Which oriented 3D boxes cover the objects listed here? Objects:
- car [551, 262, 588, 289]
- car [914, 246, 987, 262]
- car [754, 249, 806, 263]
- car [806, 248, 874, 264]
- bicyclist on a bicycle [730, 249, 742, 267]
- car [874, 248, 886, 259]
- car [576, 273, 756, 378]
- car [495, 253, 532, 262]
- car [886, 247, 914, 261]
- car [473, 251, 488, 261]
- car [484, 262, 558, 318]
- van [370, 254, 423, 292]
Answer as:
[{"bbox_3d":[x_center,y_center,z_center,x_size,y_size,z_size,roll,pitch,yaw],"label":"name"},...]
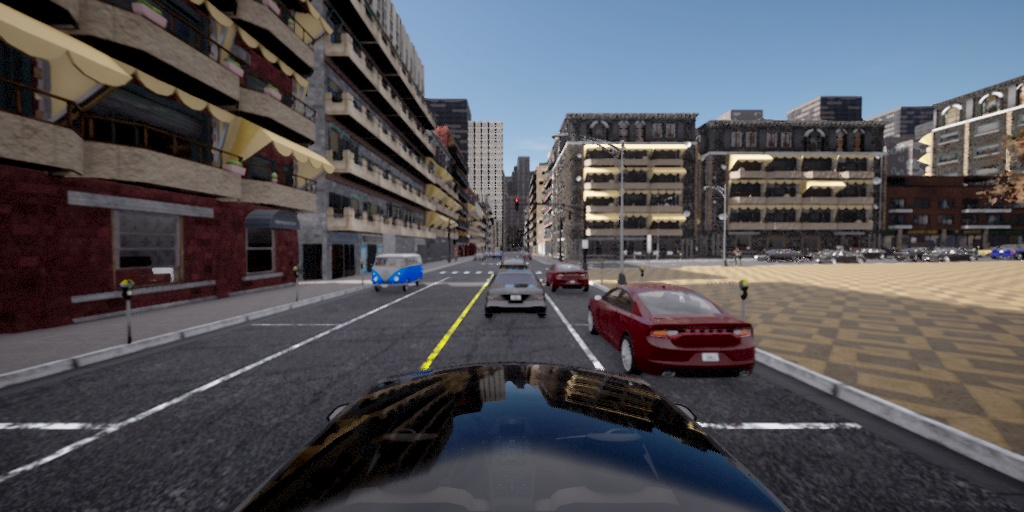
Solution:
[{"bbox_3d":[2.685,0.969,18.139,1.888,1.381,4.507,0,0,0],"label":"car"},{"bbox_3d":[43.607,-0.046,35.736,4.403,1.370,2.007,0,0,-1],"label":"car"},{"bbox_3d":[30.560,-0.059,41.317,4.902,1.511,2.128,-1,2,-1],"label":"car"},{"bbox_3d":[32.470,0.131,35.580,4.403,1.370,2.007,0,0,-1],"label":"car"},{"bbox_3d":[20.238,0.161,32.438,0.582,1.620,1.656,-1,1,-1],"label":"bicyclist on a bicycle"},{"bbox_3d":[43.488,-0.279,44.113,4.403,1.370,2.007,0,0,-1],"label":"car"},{"bbox_3d":[2.688,1.187,7.090,1.888,1.381,4.507,0,0,0],"label":"car"},{"bbox_3d":[0.096,0.799,23.330,1.882,1.535,5.008,0,1,0],"label":"car"},{"bbox_3d":[43.835,-0.182,38.367,4.902,1.511,2.128,-1,2,0],"label":"car"},{"bbox_3d":[-5.703,0.132,61.606,2.007,1.370,4.403,0,0,0],"label":"car"},{"bbox_3d":[0.100,1.093,11.946,2.033,1.411,5.357,0,1,0],"label":"car"},{"bbox_3d":[-5.695,0.764,18.139,1.690,1.789,3.998,0,0,0],"label":"van"}]
